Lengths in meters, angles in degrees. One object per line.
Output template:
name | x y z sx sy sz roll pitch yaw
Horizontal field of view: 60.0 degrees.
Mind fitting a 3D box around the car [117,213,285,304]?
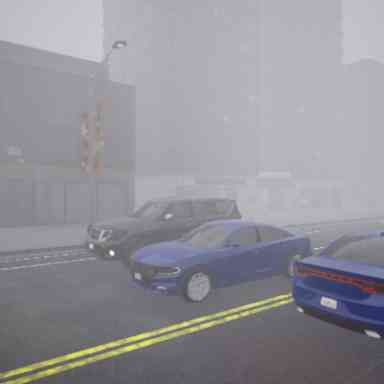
car | 0.914 1.465 8.328 5.008 1.535 1.882 0 0 -35

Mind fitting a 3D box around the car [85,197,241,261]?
car | -0.649 1.208 11.205 5.566 2.045 2.150 0 0 -35

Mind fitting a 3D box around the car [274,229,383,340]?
car | 4.017 1.463 6.307 5.008 1.535 1.882 0 0 -35
